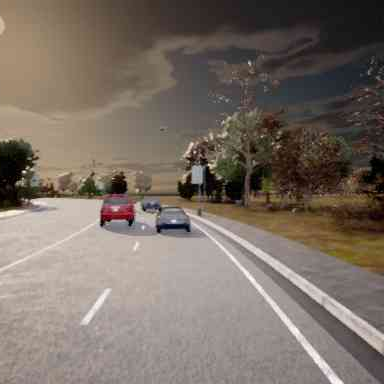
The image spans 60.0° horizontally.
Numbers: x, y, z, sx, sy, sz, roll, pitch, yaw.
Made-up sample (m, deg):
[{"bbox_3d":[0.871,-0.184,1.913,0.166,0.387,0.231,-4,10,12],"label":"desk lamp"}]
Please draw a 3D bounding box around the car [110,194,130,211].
[{"bbox_3d":[-9.209,1.243,42.166,2.150,2.045,5.566,0,0,-16],"label":"car"}]

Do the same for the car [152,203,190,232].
[{"bbox_3d":[-1.246,1.573,20.282,1.994,1.385,4.181,0,0,-7],"label":"car"}]

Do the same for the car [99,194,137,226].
[{"bbox_3d":[-5.216,1.233,23.745,2.150,2.045,5.566,0,0,-8],"label":"car"}]

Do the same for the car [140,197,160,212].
[{"bbox_3d":[-5.040,1.372,39.991,2.097,1.767,4.553,0,0,-14],"label":"car"}]
